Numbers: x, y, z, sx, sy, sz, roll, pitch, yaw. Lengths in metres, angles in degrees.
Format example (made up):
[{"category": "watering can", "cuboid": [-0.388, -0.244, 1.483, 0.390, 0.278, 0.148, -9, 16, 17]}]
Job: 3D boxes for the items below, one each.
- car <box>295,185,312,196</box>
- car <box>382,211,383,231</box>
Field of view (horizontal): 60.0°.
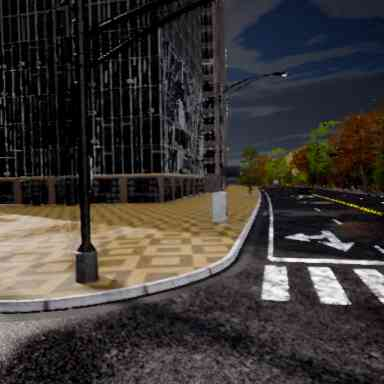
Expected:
[{"category": "car", "cuboid": [15.465, -0.237, 46.348, 1.994, 1.385, 4.181, -1, 2, 12]}, {"category": "car", "cuboid": [7.301, 0.976, 9.863, 1.882, 1.535, 5.008, -1, 2, 14]}]
